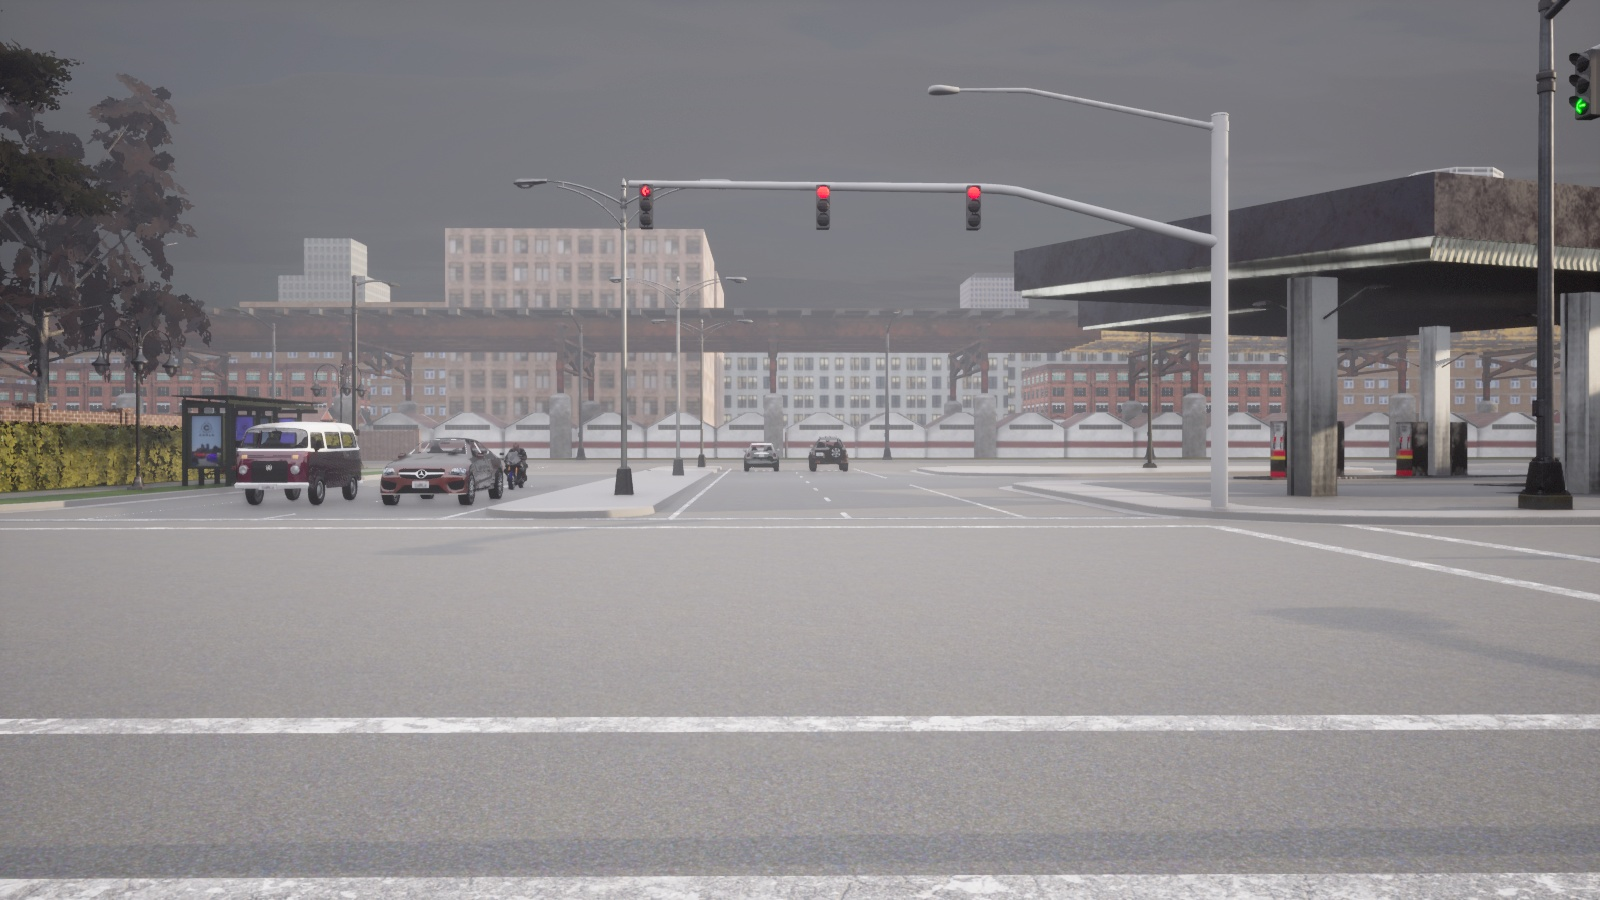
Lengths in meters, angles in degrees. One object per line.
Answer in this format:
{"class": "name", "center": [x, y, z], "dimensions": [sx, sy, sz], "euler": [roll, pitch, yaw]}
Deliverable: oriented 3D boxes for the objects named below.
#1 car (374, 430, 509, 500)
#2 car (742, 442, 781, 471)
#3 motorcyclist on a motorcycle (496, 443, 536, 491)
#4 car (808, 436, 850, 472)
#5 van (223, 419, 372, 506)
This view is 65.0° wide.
{"class": "car", "center": [-9.015, 0.337, 32.078], "dimensions": [2.152, 1.651, 5.027], "euler": [0, 0, -2]}
{"class": "car", "center": [-2.051, 0.333, 66.845], "dimensions": [1.970, 1.475, 3.806], "euler": [0, 0, -2]}
{"class": "motorcyclist on a motorcycle", "center": [-9.259, 0.543, 41.008], "dimensions": [0.866, 1.530, 2.191], "euler": [0, 0, -2]}
{"class": "car", "center": [1.476, 0.192, 66.064], "dimensions": [1.932, 1.855, 4.605], "euler": [0, 0, -2]}
{"class": "van", "center": [-12.501, 0.282, 31.579], "dimensions": [2.069, 2.038, 4.480], "euler": [0, 0, -2]}
